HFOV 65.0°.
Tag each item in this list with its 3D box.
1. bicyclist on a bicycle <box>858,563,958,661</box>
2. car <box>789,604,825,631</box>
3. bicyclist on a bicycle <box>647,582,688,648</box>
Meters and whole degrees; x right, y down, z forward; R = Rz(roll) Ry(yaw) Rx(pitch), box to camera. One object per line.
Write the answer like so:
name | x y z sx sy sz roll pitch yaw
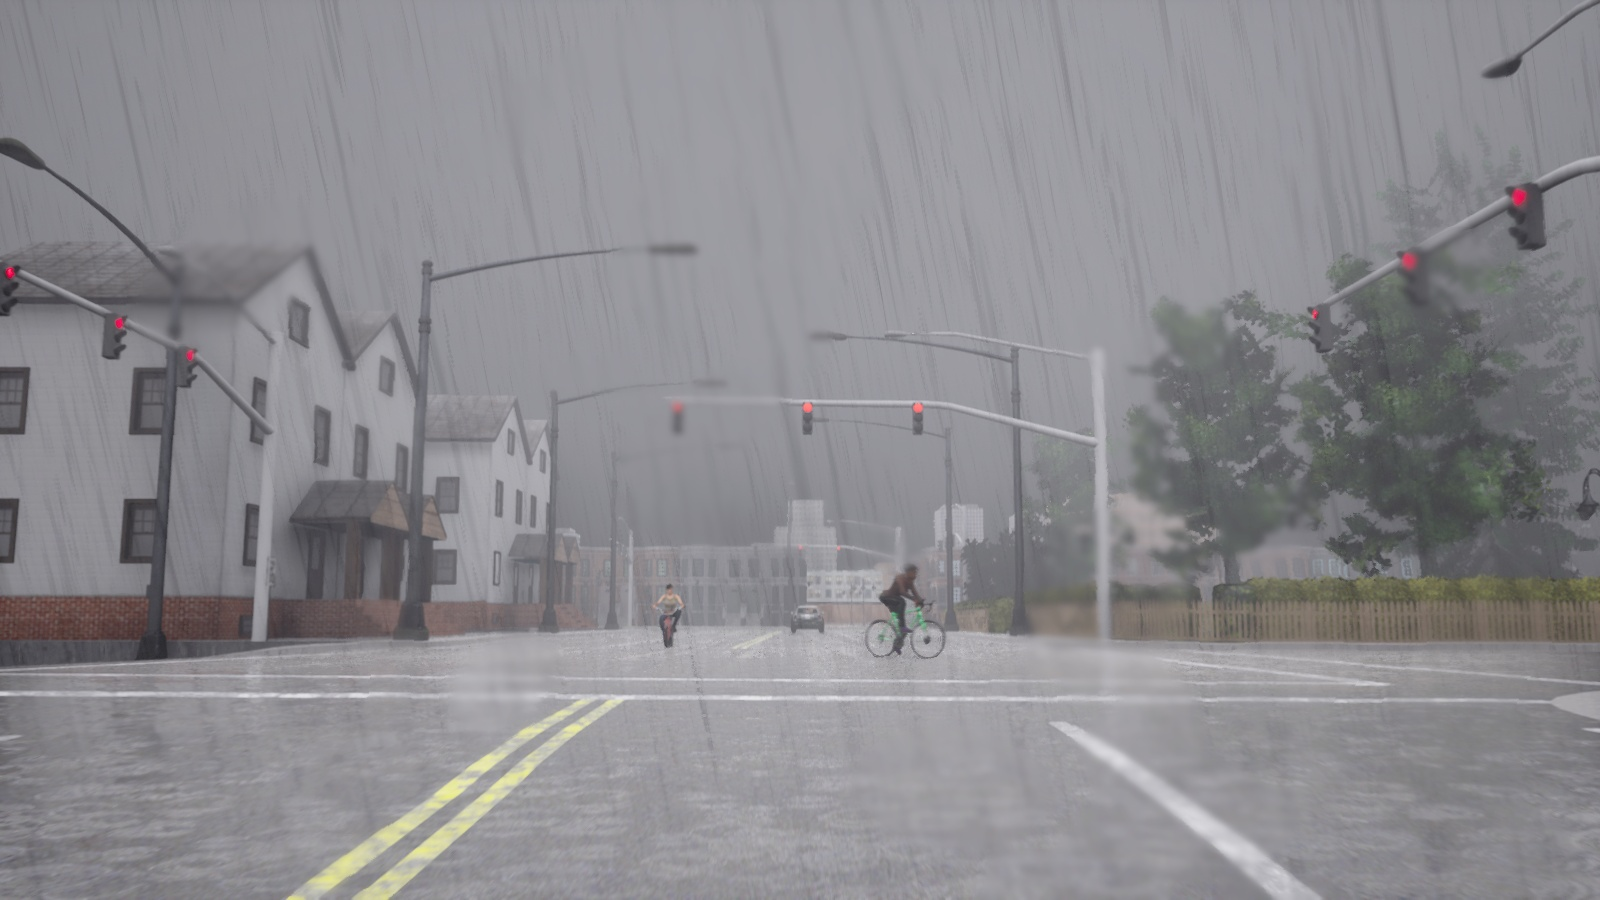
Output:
bicyclist on a bicycle | 1.857 2.792 21.671 1.656 1.620 0.582 -5 -11 37
car | 0.414 9.477 70.966 1.970 1.475 3.806 0 -8 1
bicyclist on a bicycle | -3.313 4.139 31.565 0.866 1.612 1.509 0 -7 0
